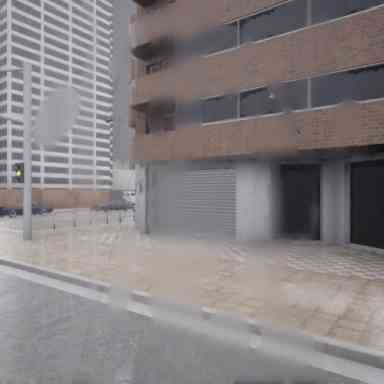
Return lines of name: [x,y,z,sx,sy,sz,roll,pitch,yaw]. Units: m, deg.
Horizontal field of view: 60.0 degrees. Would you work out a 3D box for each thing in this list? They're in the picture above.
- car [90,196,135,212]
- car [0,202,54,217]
car: [-9.383,1.547,39.393,2.033,1.411,5.357,0,0,36]
car: [-15.533,1.600,30.932,1.895,1.301,4.718,0,0,36]
